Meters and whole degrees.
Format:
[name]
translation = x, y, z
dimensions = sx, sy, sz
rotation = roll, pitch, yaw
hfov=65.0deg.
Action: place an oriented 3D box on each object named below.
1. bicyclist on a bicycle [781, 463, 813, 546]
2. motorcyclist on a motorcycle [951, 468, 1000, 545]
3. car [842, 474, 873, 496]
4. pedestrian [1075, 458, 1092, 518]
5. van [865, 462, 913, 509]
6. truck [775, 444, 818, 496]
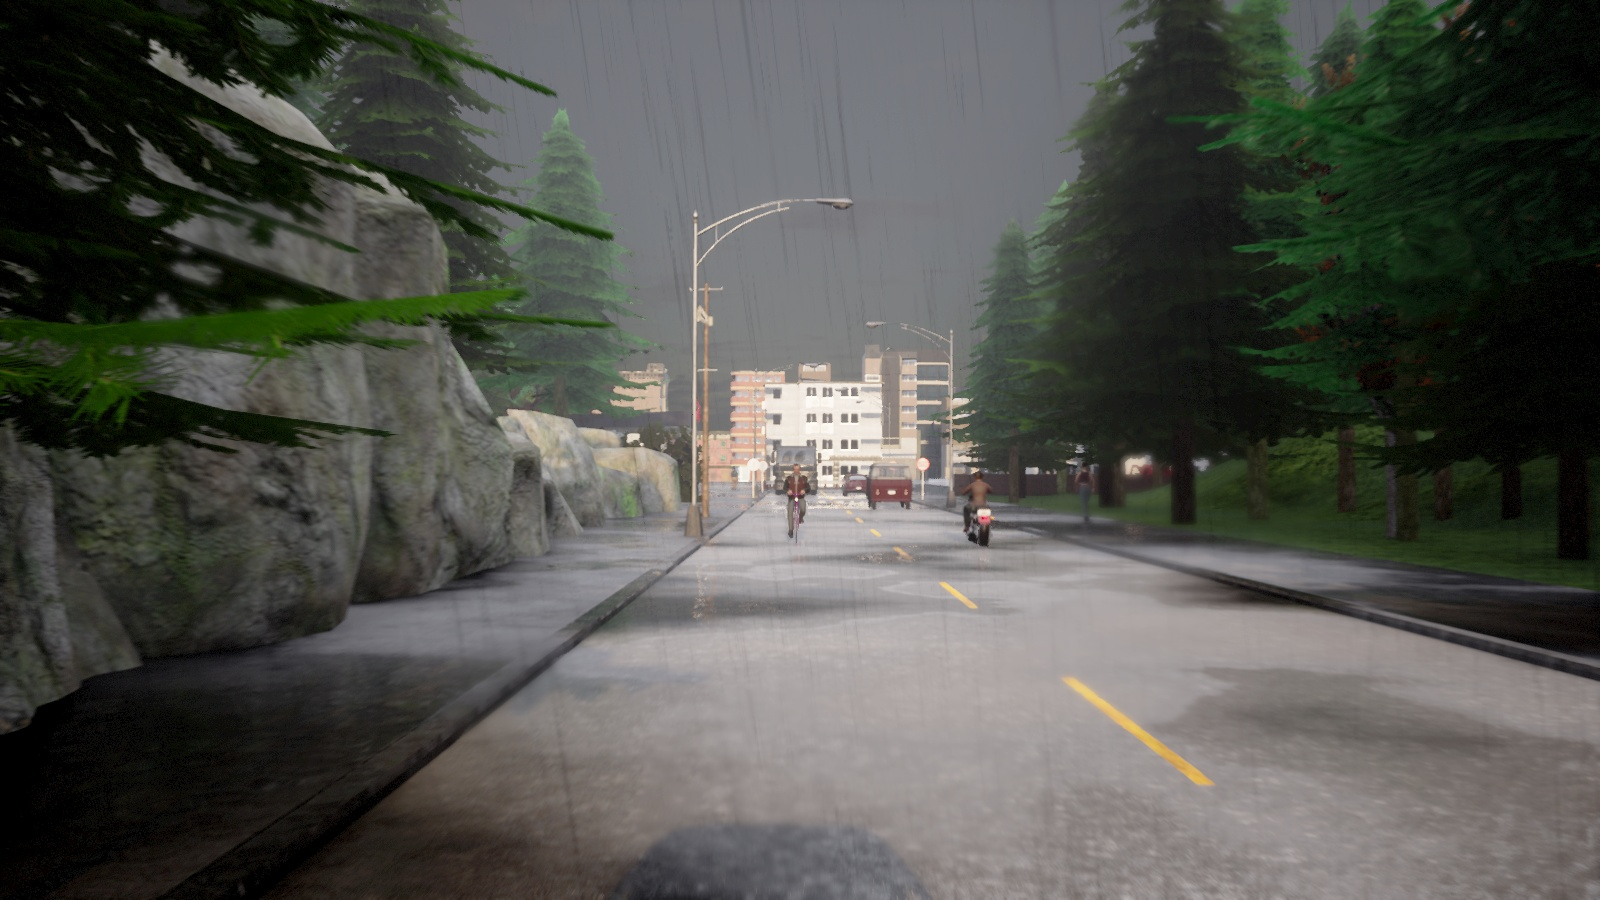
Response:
[bicyclist on a bicycle]
translation = -0.068, 1.176, 27.719
dimensions = 0.659, 1.776, 1.843
rotation = 0, -1, 0
[motorcyclist on a motorcycle]
translation = 3.930, 1.249, 28.255
dimensions = 0.766, 1.649, 2.350
rotation = 0, -1, 0
[car]
translation = 3.767, 2.291, 83.026
dimensions = 1.812, 1.442, 4.674
rotation = 0, -1, 0
[pedestrian]
translation = 8.749, 1.174, 38.770
dimensions = 0.345, 1.836, 0.594
rotation = 0, -1, -6
[van]
translation = 3.864, 1.527, 55.258
dimensions = 1.775, 1.987, 4.442
rotation = 0, -1, 0
[truck]
translation = -0.255, 1.382, 87.769
dimensions = 2.891, 3.462, 7.936
rotation = 0, -1, 0
